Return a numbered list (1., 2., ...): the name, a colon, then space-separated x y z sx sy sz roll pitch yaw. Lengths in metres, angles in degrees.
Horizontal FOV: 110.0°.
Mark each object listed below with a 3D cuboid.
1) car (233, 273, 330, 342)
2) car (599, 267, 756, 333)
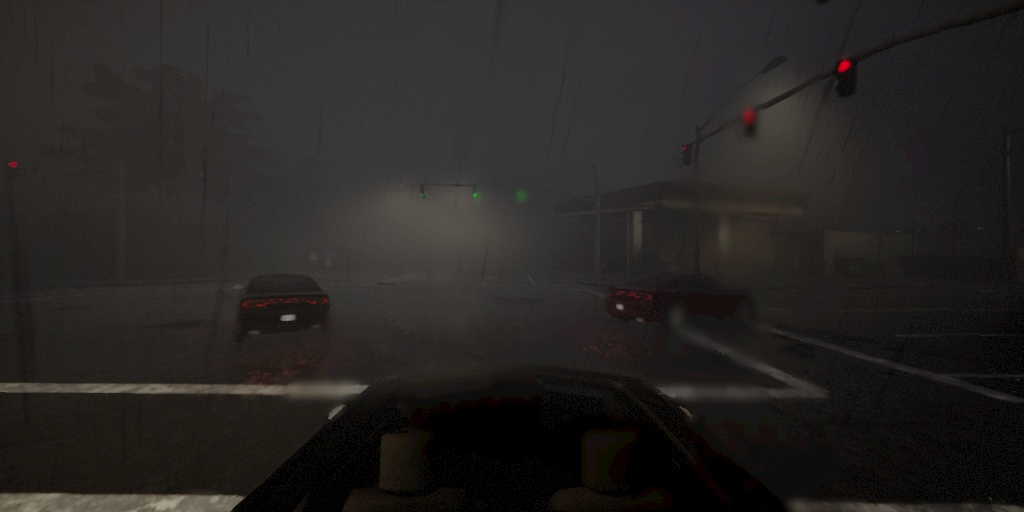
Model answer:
1. car: -6.378 1.196 9.871 1.882 1.535 5.008 1 -1 -36
2. car: 5.099 1.216 10.745 5.008 1.535 1.882 0 -2 -27
